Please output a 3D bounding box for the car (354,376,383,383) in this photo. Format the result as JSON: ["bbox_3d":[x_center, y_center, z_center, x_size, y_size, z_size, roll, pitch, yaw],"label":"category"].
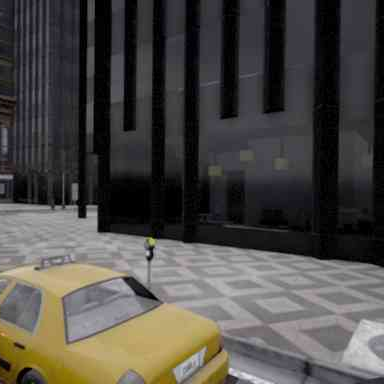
[{"bbox_3d":[2.675,1.569,1.085,4.403,1.369,2.008,1,1,35],"label":"car"}]

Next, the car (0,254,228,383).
[{"bbox_3d":[-1.912,1.484,4.287,4.829,1.417,1.752,1,1,35],"label":"car"}]
